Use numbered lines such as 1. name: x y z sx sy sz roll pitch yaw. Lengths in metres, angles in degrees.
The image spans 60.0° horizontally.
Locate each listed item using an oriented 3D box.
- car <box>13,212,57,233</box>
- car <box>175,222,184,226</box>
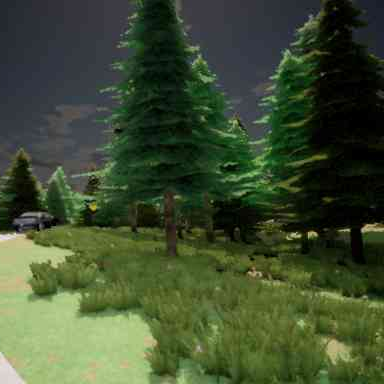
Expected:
1. car: -11.826 2.327 25.752 2.128 1.511 4.902 -4 -5 2
2. car: -2.710 5.270 49.852 5.357 1.411 2.033 6 -9 -40
